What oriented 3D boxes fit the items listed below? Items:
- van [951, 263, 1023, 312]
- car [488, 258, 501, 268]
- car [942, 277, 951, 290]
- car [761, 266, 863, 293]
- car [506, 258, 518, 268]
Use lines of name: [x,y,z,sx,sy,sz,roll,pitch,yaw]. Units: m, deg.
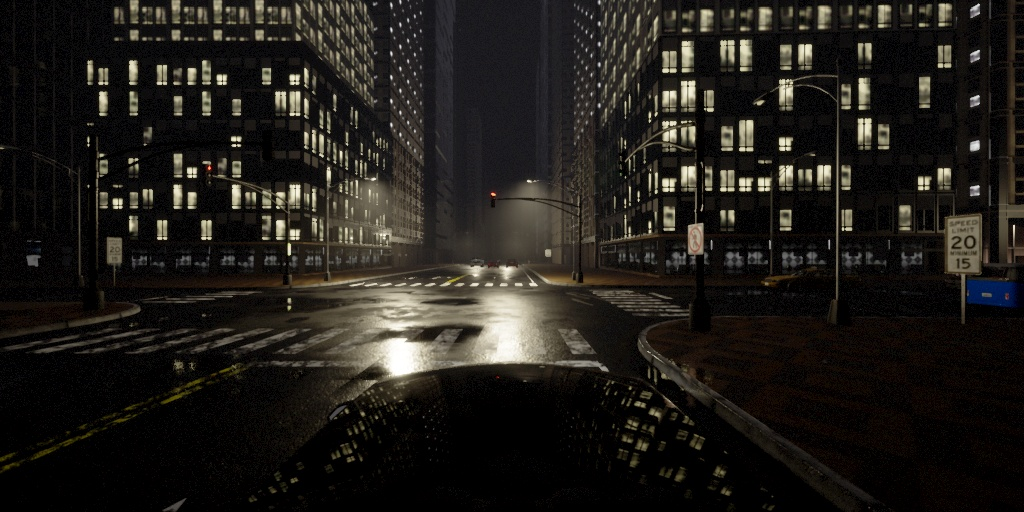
van: [18.359,1.119,12.402,3.998,1.789,1.690,0,0,2]
car: [-3.245,1.459,63.190,1.895,1.301,4.718,0,0,0]
car: [26.923,1.356,20.089,4.207,1.307,1.802,0,0,2]
car: [17.089,1.292,20.574,4.829,1.417,1.751,0,0,2]
car: [0.005,1.212,63.546,2.097,1.767,4.553,0,0,0]
